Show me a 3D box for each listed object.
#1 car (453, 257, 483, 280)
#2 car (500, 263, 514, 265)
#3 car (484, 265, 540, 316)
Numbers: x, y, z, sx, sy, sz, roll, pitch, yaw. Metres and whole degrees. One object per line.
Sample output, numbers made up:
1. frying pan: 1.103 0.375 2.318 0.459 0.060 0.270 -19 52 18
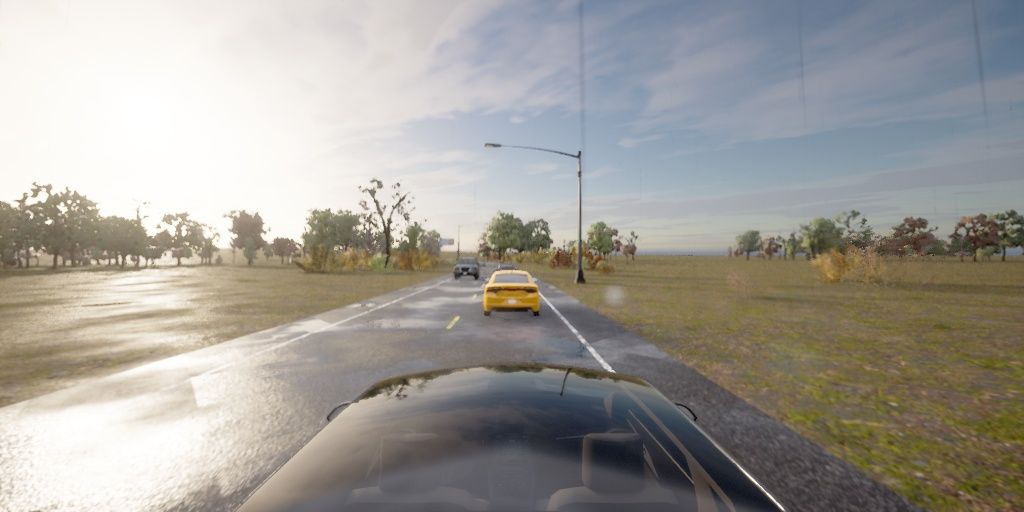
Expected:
1. car: -4.207 1.162 34.148 2.150 2.045 5.566 0 0 -2
2. car: -0.538 1.435 34.824 2.128 1.511 4.902 0 0 -2
3. car: -0.027 1.300 13.873 1.882 1.535 5.008 0 0 -1
